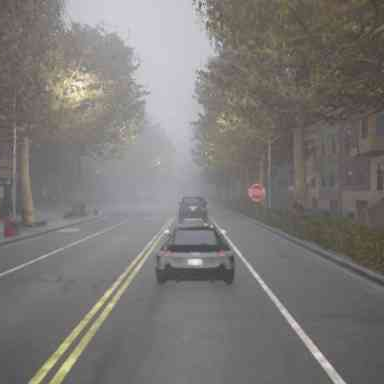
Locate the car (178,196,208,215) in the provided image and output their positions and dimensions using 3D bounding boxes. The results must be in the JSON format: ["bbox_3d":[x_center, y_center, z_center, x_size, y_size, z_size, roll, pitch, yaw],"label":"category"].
[{"bbox_3d":[0.081,1.317,26.191,2.150,2.045,5.566,0,0,0],"label":"car"}]

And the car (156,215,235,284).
[{"bbox_3d":[0.088,1.600,9.720,1.994,1.385,4.181,0,0,0],"label":"car"}]
